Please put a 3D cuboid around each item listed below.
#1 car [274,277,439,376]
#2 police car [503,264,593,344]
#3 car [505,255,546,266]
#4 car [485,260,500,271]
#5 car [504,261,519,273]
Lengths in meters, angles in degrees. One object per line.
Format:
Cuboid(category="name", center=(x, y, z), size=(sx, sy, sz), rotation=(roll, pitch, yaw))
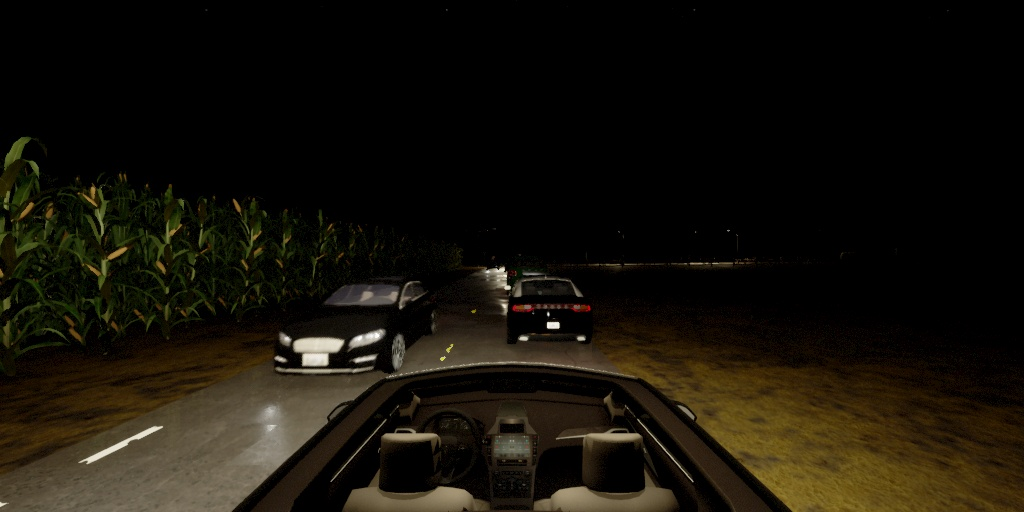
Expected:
Cuboid(category="car", center=(-2.854, 1.243, 7.652), size=(2.128, 1.511, 4.902), rotation=(0, 0, 0))
Cuboid(category="police car", center=(0.817, 1.179, 9.717), size=(1.930, 1.638, 5.238), rotation=(0, 0, 0))
Cuboid(category="car", center=(0.807, 0.994, 19.639), size=(2.150, 2.045, 5.566), rotation=(0, 0, 0))
Cuboid(category="car", center=(-2.803, 1.405, 53.346), size=(1.837, 1.490, 4.892), rotation=(0, 0, 0))
Cuboid(category="car", center=(-0.021, 1.397, 46.792), size=(1.812, 1.442, 4.674), rotation=(0, 0, 0))
